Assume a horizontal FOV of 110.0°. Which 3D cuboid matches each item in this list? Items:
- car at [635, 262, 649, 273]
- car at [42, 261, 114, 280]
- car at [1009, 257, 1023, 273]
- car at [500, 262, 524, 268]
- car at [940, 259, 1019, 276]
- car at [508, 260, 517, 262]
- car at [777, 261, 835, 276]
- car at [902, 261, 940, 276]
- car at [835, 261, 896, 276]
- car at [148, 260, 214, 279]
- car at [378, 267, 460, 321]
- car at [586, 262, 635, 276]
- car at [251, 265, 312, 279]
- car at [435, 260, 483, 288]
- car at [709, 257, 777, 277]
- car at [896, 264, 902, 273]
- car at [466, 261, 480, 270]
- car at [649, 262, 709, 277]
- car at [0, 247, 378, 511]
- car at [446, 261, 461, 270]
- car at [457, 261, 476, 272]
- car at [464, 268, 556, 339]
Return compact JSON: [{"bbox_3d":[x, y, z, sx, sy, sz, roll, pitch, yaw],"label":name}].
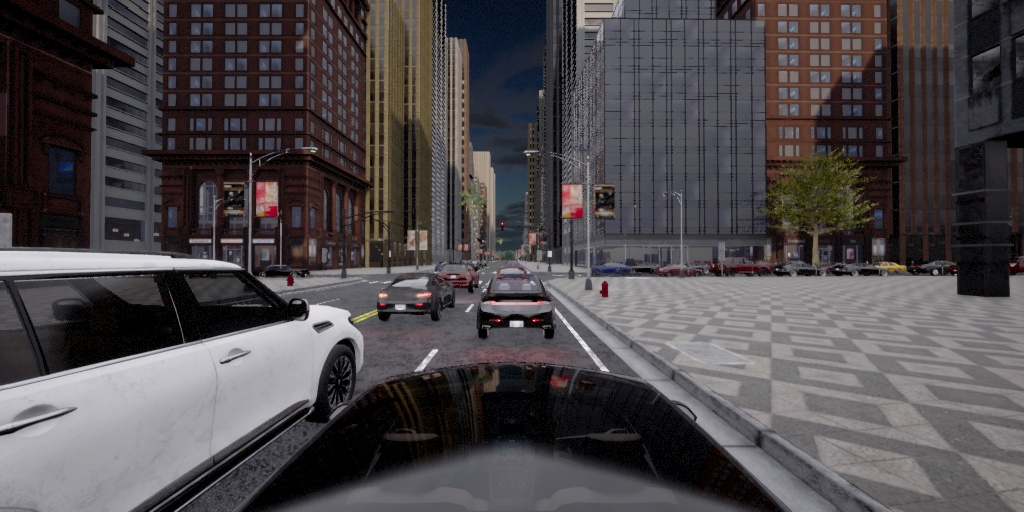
[{"bbox_3d":[15.176,1.413,41.496,4.313,1.339,1.948,0,0,-1],"label":"car"},{"bbox_3d":[-42.279,1.370,35.020,4.553,1.767,2.097,0,-1,1],"label":"car"},{"bbox_3d":[49.136,0.973,33.506,5.009,1.841,2.192,0,0,-1],"label":"car"},{"bbox_3d":[-0.005,1.260,19.613,1.882,1.535,5.008,0,0,0],"label":"car"},{"bbox_3d":[43.497,1.214,33.417,4.507,1.381,1.888,0,0,-1],"label":"car"},{"bbox_3d":[0.077,1.337,54.207,2.097,1.767,4.553,0,0,0],"label":"car"},{"bbox_3d":[26.584,1.276,33.150,4.313,1.339,1.948,0,0,-1],"label":"car"},{"bbox_3d":[42.846,1.206,36.033,4.892,1.490,1.837,0,-1,-1],"label":"car"},{"bbox_3d":[32.221,1.260,33.239,4.313,1.339,1.948,0,0,-1],"label":"car"},{"bbox_3d":[-32.225,1.323,35.001,4.553,1.767,2.097,0,-1,0],"label":"car"},{"bbox_3d":[-3.152,1.288,12.423,1.812,1.442,4.674,0,0,0],"label":"car"},{"bbox_3d":[10.300,1.357,38.666,4.674,1.442,1.812,0,-1,-1],"label":"car"},{"bbox_3d":[-22.407,1.527,34.992,4.718,1.301,1.895,0,-1,-3],"label":"car"},{"bbox_3d":[-3.153,1.142,21.404,2.097,1.767,4.553,0,0,0],"label":"car"},{"bbox_3d":[20.947,1.041,33.061,5.009,1.841,2.192,0,0,-1],"label":"car"},{"bbox_3d":[43.199,1.296,41.938,4.829,1.417,1.751,0,0,-1],"label":"car"},{"bbox_3d":[-6.591,1.561,61.337,1.812,1.442,4.674,0,0,0],"label":"car"},{"bbox_3d":[15.309,1.328,32.972,4.207,1.307,1.802,0,0,-1],"label":"car"},{"bbox_3d":[-3.155,0.972,2.645,2.150,2.045,5.566,0,0,0],"label":"car"},{"bbox_3d":[-9.841,1.558,60.884,1.812,1.442,4.674,0,0,0],"label":"car"},{"bbox_3d":[-6.609,1.463,52.237,2.128,1.511,4.902,0,0,0],"label":"car"},{"bbox_3d":[0.097,1.249,10.112,2.128,1.511,4.902,0,0,0],"label":"car"}]
